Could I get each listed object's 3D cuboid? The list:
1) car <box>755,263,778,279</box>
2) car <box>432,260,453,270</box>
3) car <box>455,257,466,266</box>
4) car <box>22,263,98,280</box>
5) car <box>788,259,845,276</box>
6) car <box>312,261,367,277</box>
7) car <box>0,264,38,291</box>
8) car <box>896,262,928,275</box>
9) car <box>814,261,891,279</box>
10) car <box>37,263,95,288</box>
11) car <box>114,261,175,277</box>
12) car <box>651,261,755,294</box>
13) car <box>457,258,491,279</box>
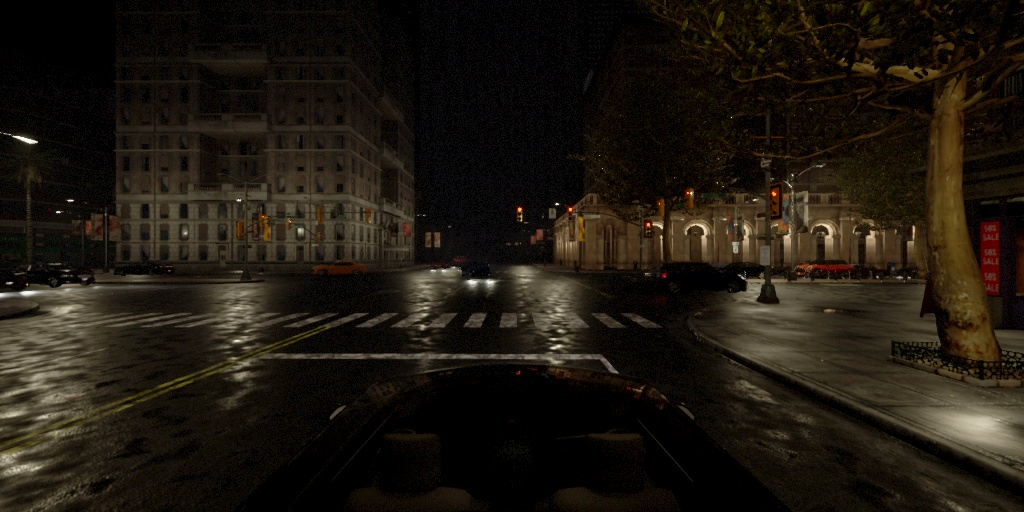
[{"bbox_3d":[19.699,1.238,31.163,5.008,1.535,1.882,0,0,0],"label":"car"},{"bbox_3d":[-10.469,1.294,52.949,1.812,1.442,4.674,0,0,0],"label":"car"},{"bbox_3d":[-6.966,1.316,54.862,2.033,1.411,5.357,0,0,0],"label":"car"},{"bbox_3d":[-39.789,1.325,31.650,4.181,1.385,1.994,0,0,0],"label":"car"},{"bbox_3d":[29.932,1.113,34.577,4.553,1.767,2.097,0,0,0],"label":"car"},{"bbox_3d":[-17.299,1.240,36.153,5.008,1.535,1.882,0,1,-30],"label":"car"},{"bbox_3d":[-29.798,1.320,19.877,4.181,1.385,1.994,0,0,1],"label":"car"},{"bbox_3d":[40.492,1.308,34.482,5.357,1.411,2.033,0,0,1],"label":"car"},{"bbox_3d":[29.576,1.361,31.082,4.718,1.301,1.895,0,0,1],"label":"car"},{"bbox_3d":[-30.239,1.249,23.387,4.902,1.511,2.128,0,0,1],"label":"car"},{"bbox_3d":[-35.951,1.253,35.114,4.902,1.511,2.128,0,0,1],"label":"car"},{"bbox_3d":[10.189,1.108,19.698,4.553,1.767,2.097,0,0,4],"label":"car"},{"bbox_3d":[-3.377,1.238,33.130,1.882,1.535,5.008,0,0,-20],"label":"car"}]
